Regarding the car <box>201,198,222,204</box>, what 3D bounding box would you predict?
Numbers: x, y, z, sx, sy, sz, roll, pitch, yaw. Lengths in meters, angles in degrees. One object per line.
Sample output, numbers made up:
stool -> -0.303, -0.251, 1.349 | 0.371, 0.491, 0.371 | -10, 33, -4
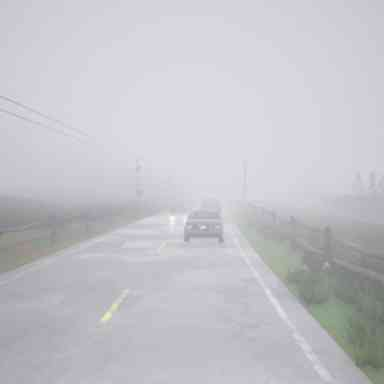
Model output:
car -> 2.013, 1.376, 34.556 | 2.097, 1.767, 4.553 | 0, 0, 5

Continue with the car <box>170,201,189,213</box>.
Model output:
car -> -1.198, 1.622, 36.435 | 1.895, 1.301, 4.718 | 0, 0, 5

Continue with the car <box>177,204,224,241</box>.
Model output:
car -> 0.623, 1.559, 16.620 | 2.033, 1.411, 5.357 | 0, 0, 3
